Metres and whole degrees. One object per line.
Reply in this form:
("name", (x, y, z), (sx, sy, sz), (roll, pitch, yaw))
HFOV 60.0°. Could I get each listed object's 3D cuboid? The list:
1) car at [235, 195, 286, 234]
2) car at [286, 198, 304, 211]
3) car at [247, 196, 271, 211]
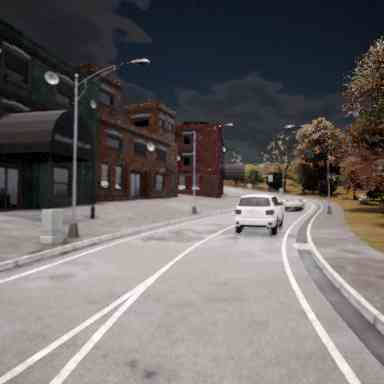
("car", (3.933, 1.153, 19.014), (2.150, 2.045, 5.566), (0, 0, 20))
("car", (11.351, 1.326, 36.837), (1.895, 1.301, 4.718), (0, 1, 23))
("car", (7.698, 1.253, 37.811), (1.837, 1.490, 4.892), (0, 1, 23))
